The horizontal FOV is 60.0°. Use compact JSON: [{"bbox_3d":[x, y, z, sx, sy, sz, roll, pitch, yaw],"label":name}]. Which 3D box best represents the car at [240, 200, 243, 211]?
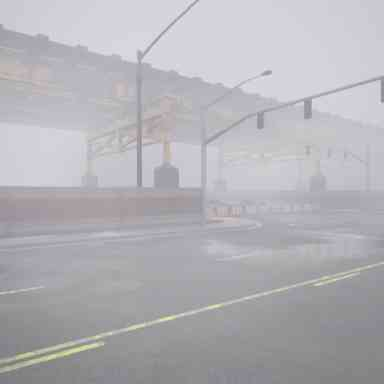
[{"bbox_3d":[2.379,1.451,33.729,4.974,1.542,2.038,0,0,8],"label":"car"}]

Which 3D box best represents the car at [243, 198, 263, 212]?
[{"bbox_3d":[6.125,1.450,36.413,2.038,1.542,4.974,0,0,18],"label":"car"}]

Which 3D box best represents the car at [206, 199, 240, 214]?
[{"bbox_3d":[2.327,1.293,33.736,4.536,1.218,1.853,0,0,8],"label":"car"}]

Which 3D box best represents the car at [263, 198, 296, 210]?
[{"bbox_3d":[9.985,1.292,40.165,4.536,1.218,1.853,0,0,-7],"label":"car"}]

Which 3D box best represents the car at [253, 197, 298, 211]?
[{"bbox_3d":[10.036,1.450,40.171,4.974,1.542,2.038,0,0,-7],"label":"car"}]

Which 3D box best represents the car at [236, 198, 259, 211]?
[{"bbox_3d":[6.141,1.293,36.462,1.853,1.218,4.536,0,0,18],"label":"car"}]
